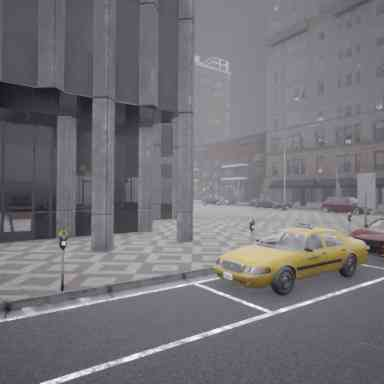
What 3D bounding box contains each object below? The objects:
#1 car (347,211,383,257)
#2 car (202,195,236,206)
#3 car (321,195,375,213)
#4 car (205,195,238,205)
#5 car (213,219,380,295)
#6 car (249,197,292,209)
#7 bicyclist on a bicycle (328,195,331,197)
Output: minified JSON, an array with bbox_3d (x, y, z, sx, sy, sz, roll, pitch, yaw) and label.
[{"bbox_3d":[7.472,1.547,12.077,4.507,1.381,1.887,0,1,-35],"label":"car"},{"bbox_3d":[3.367,1.161,47.018,2.128,1.511,4.902,1,0,-35],"label":"car"},{"bbox_3d":[14.543,1.198,31.127,2.097,1.767,4.553,1,0,-35],"label":"car"},{"bbox_3d":[4.423,1.225,51.061,2.033,1.411,5.357,1,0,-35],"label":"car"},{"bbox_3d":[2.753,1.527,8.714,4.829,1.417,1.752,0,1,-35],"label":"car"},{"bbox_3d":[9.035,1.307,38.947,2.033,1.411,5.357,1,0,-35],"label":"car"},{"bbox_3d":[16.313,1.159,39.451,1.656,1.620,0.582,0,0,-35],"label":"bicyclist on a bicycle"}]
